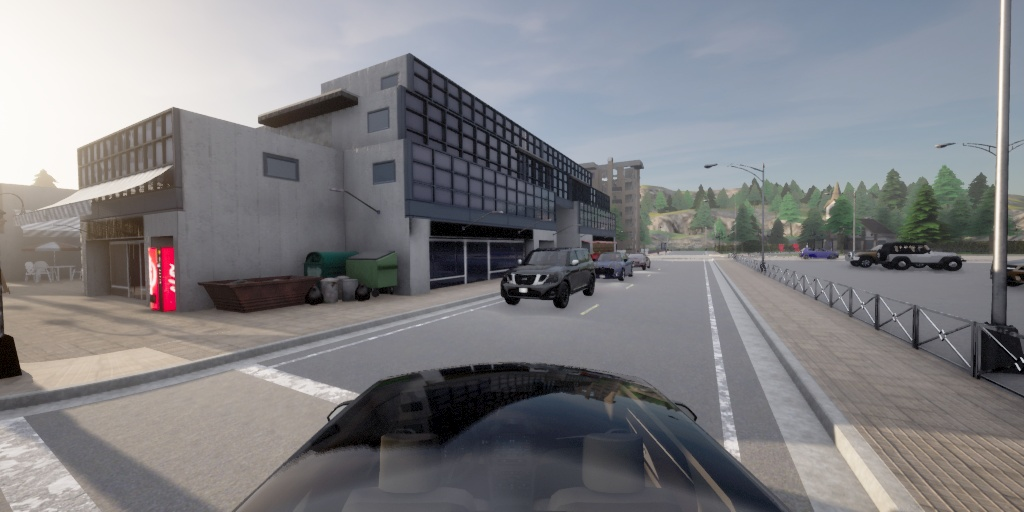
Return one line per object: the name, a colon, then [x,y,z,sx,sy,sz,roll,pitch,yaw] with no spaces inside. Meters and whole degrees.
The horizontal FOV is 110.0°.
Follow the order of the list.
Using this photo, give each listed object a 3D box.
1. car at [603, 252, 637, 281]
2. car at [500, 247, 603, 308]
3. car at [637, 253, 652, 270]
car: [6.265,0.539,22.672,2.097,1.767,4.553,0,2,28]
car: [1.654,0.679,13.983,2.150,2.045,5.566,0,1,28]
car: [11.066,0.431,31.708,1.812,1.442,4.674,0,2,28]
